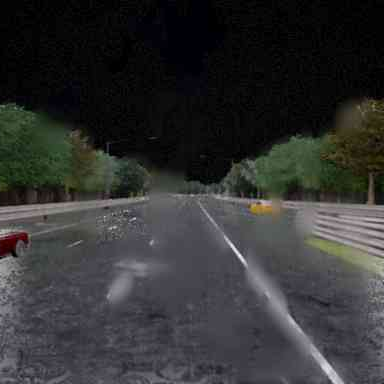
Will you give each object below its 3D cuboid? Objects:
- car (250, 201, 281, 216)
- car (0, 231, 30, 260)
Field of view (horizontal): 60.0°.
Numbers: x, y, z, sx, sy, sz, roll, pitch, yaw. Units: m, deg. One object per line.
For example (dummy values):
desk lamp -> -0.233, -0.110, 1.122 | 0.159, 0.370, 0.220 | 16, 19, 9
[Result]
car -> 7.930, 1.741, 36.386 | 1.882, 1.535, 5.008 | 0, 0, -10
car -> -6.914, 1.664, 10.155 | 1.895, 1.301, 4.718 | 0, 0, 0
